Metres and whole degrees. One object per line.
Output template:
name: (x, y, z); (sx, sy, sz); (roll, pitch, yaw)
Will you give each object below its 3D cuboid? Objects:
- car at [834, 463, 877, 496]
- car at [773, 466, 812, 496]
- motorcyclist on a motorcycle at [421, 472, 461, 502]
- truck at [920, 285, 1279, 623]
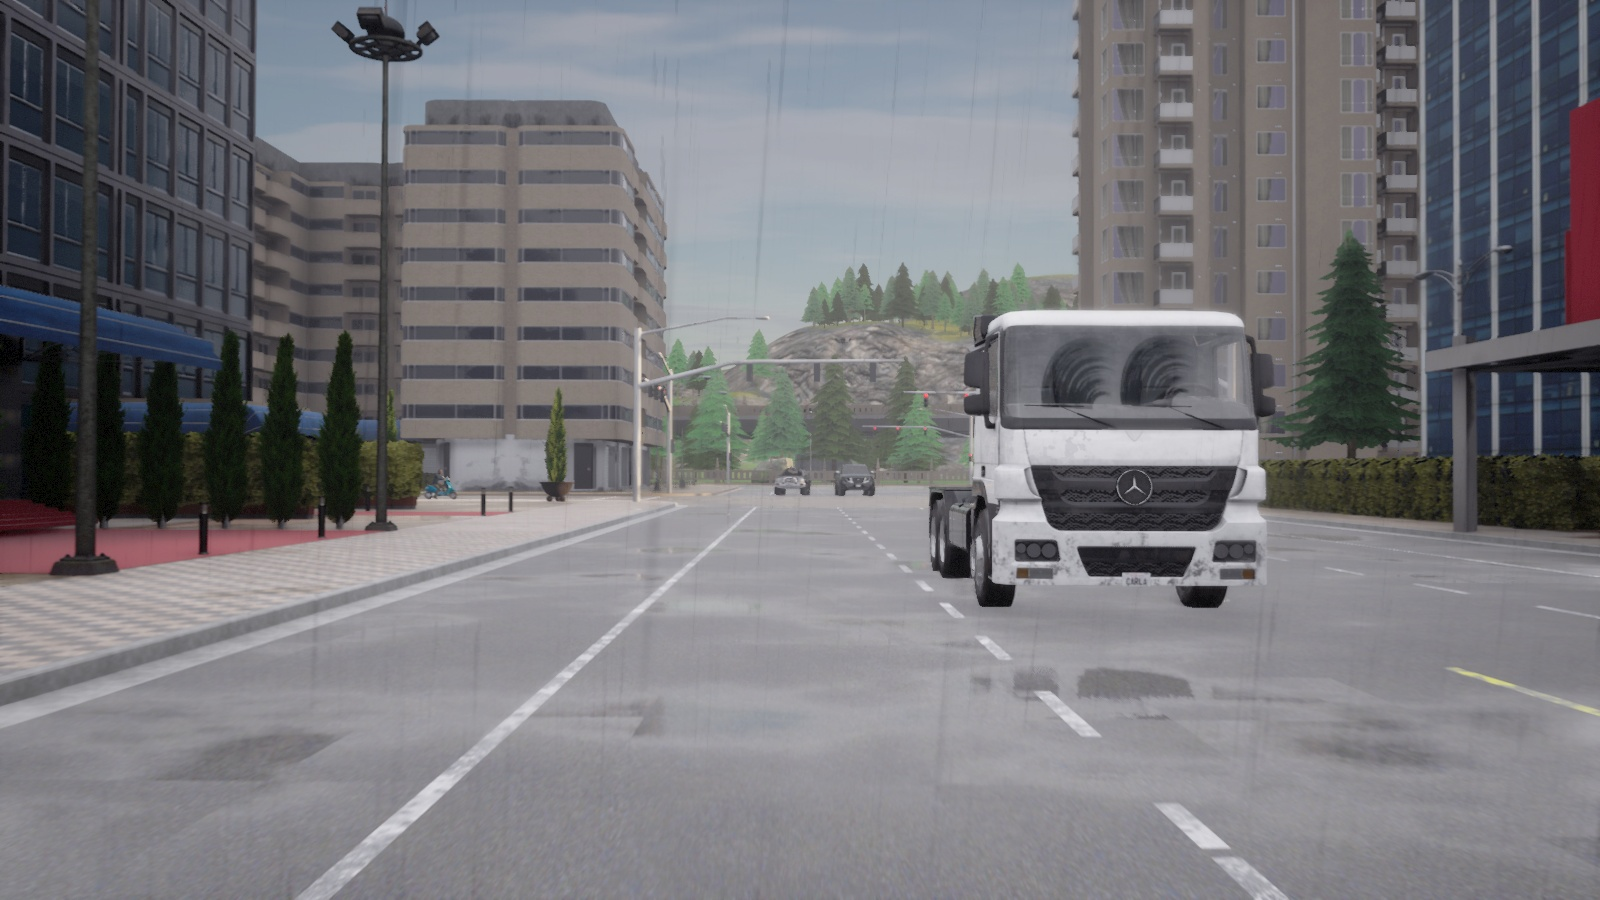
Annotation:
car: (3.460, 1.858, 79.937); (2.150, 2.045, 5.566); (0, -1, -4)
car: (-0.434, 1.976, 80.219); (1.932, 1.855, 4.605); (0, -1, 6)
motorcyclist on a motorcycle: (-18.887, 1.950, 66.082); (1.817, 1.590, 0.866); (0, -1, 0)
truck: (3.458, 0.102, 16.897); (2.891, 3.462, 7.936); (0, -1, 0)
